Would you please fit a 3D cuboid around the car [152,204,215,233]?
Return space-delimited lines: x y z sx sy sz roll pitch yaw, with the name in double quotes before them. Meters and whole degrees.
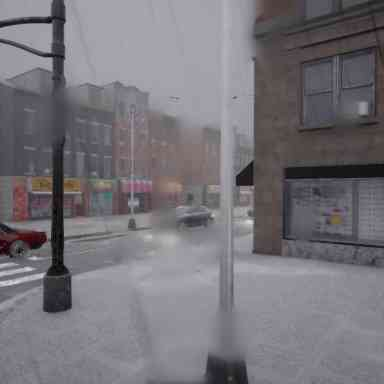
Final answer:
"car" -0.420 1.553 20.345 1.837 1.490 4.892 0 0 35

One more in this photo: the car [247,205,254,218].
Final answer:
"car" 6.727 1.582 30.384 2.128 1.511 4.902 0 0 35

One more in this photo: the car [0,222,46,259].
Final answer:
"car" -7.340 1.612 10.618 1.895 1.301 4.718 0 0 35
